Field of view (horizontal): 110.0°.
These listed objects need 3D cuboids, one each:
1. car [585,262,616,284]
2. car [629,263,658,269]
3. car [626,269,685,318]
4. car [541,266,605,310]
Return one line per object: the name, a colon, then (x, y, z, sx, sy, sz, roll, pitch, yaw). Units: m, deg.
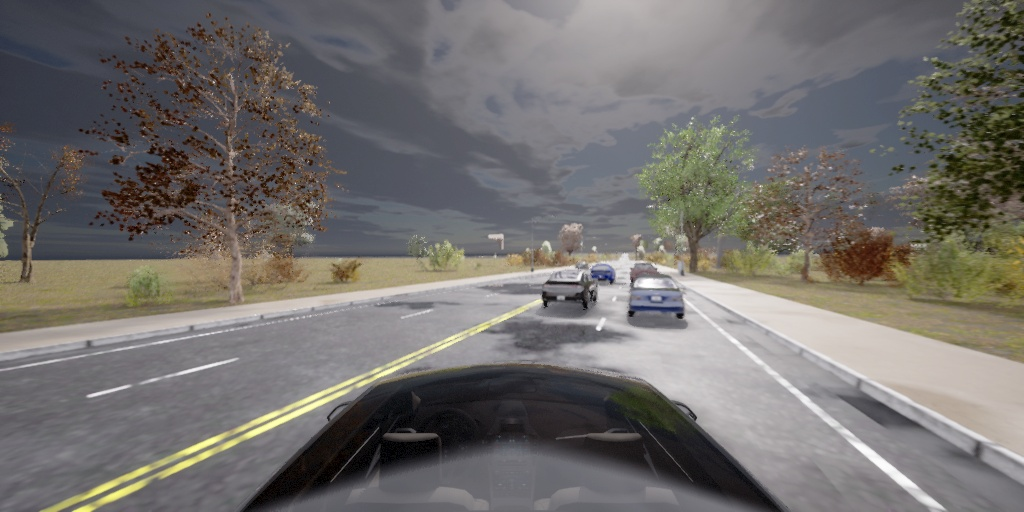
car: (7.740, 1.471, 30.525, 1.882, 1.535, 5.008, 0, 0, 19)
car: (10.538, 1.327, 28.690, 2.097, 1.767, 4.553, 0, -1, 19)
car: (5.363, 1.400, 13.653, 2.033, 1.411, 5.357, 0, -1, 19)
car: (2.626, 1.365, 15.654, 2.128, 1.511, 4.902, 0, 0, 19)
